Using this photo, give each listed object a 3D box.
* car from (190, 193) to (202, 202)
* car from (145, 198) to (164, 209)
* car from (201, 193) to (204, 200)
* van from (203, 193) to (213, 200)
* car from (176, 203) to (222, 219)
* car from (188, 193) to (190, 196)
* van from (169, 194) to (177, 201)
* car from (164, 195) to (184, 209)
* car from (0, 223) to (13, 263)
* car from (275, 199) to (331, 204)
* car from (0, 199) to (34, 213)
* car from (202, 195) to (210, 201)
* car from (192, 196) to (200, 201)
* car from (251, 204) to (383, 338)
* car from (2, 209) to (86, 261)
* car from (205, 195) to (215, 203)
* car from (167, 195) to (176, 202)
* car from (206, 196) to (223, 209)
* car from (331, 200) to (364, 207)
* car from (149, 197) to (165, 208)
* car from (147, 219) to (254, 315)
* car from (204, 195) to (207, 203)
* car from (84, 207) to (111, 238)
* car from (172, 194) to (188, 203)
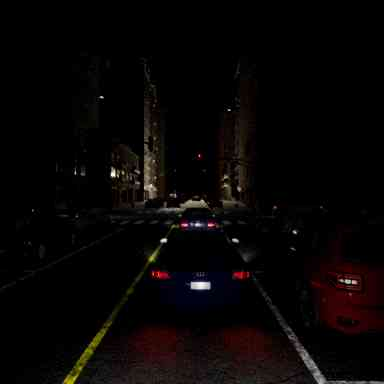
[{"bbox_3d":[0.953,1.565,74.194,2.033,1.411,5.357,0,0,1],"label":"car"},{"bbox_3d":[-5.284,1.555,44.936,1.887,1.381,4.507,1,0,1],"label":"car"},{"bbox_3d":[3.533,1.335,67.510,2.192,1.841,5.009,1,0,1],"label":"car"},{"bbox_3d":[3.460,1.358,61.837,1.690,1.788,3.998,1,0,1],"label":"van"},{"bbox_3d":[0.270,1.552,17.741,2.033,1.411,5.357,0,0,0],"label":"car"},{"bbox_3d":[-2.029,1.369,76.615,2.097,1.767,4.553,0,0,1],"label":"car"},{"bbox_3d":[-4.775,1.371,84.643,1.690,1.788,3.998,1,0,1],"label":"van"},{"bbox_3d":[-2.521,1.558,46.082,2.033,1.411,5.357,0,0,1],"label":"car"},{"bbox_3d":[-5.776,1.526,6.500,1.752,1.417,4.829,1,0,1],"label":"car"},{"bbox_3d":[9.187,1.430,28.855,4.553,1.767,2.097,0,-1,6],"label":"car"},{"bbox_3d":[-16.422,1.341,29.240,4.902,1.511,2.128,1,-1,1],"label":"car"},{"bbox_3d":[3.820,1.600,90.201,1.947,1.339,4.313,1,0,1],"label":"car"},{"bbox_3d":[1.078,1.626,84.893,1.895,1.301,4.718,0,0,1],"label":"car"},{"bbox_3d":[2.754,1.316,6.552,2.192,1.841,5.009,1,0,1],"label":"car"},{"bbox_3d":[-5.702,1.547,12.294,1.887,1.381,4.507,1,0,1],"label":"car"},{"bbox_3d":[3.313,1.595,50.491,1.802,1.307,4.206,1,0,1],"label":"car"},{"bbox_3d":[-4.848,1.466,78.970,1.967,1.590,4.097,1,0,1],"label":"car"},{"bbox_3d":[3.240,1.593,44.818,1.802,1.307,4.206,1,0,1],"label":"car"},{"bbox_3d":[13.991,1.503,31.884,4.553,1.767,2.097,0,-1,1],"label":"car"},{"bbox_3d":[-5.212,1.557,50.609,1.887,1.381,4.507,1,0,1],"label":"car"},{"bbox_3d":[0.176,1.566,7.678,1.994,1.385,4.181,0,0,1],"label":"car"},{"bbox_3d":[3.385,1.597,56.164,1.802,1.307,4.206,1,0,1],"label":"car"},{"bbox_3d":[-5.632,1.529,17.748,1.752,1.417,4.829,1,0,1],"label":"car"},{"bbox_3d":[-2.285,1.494,61.523,1.882,1.535,5.008,0,0,1],"label":"car"}]
